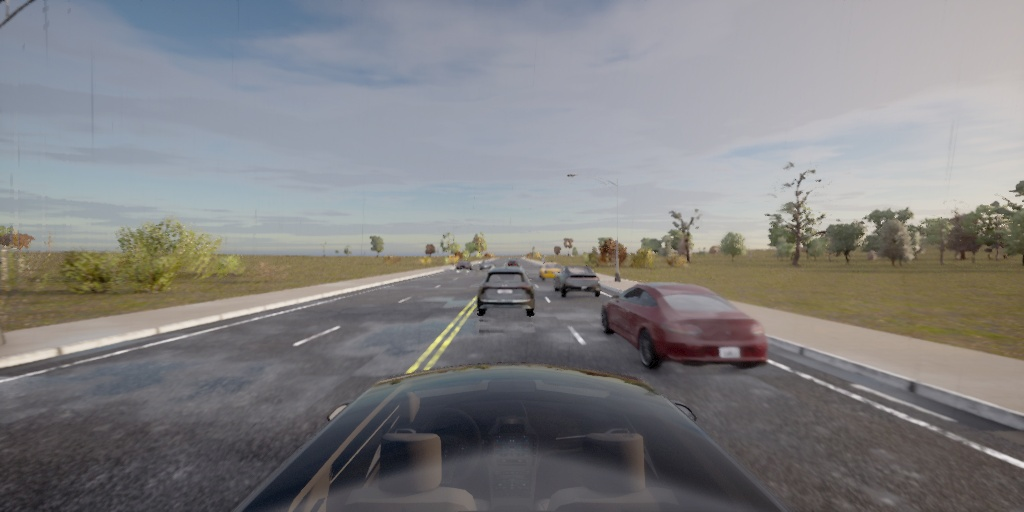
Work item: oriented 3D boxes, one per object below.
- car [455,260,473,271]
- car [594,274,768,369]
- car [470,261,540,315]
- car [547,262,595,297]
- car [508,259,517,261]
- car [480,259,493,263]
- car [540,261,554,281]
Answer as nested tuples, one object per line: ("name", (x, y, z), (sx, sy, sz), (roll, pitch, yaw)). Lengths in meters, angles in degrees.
("car", (-6.524, 1.291, 49.483), (1.994, 1.385, 4.181), (0, 0, 1))
("car", (3.252, 1.276, 7.657), (1.812, 1.442, 4.674), (0, 0, 0))
("car", (-0.167, 1.181, 13.544), (2.033, 1.649, 4.856), (0, 0, 1))
("car", (3.254, 1.240, 18.657), (2.128, 1.511, 4.902), (0, 0, 0))
("car", (0.103, 1.219, 62.388), (1.837, 1.490, 4.892), (0, 0, 0))
("car", (-3.288, 1.220, 47.916), (2.128, 1.511, 4.902), (0, 0, 1))
("car", (3.256, 1.199, 29.847), (1.801, 1.575, 5.366), (0, 0, 0))
